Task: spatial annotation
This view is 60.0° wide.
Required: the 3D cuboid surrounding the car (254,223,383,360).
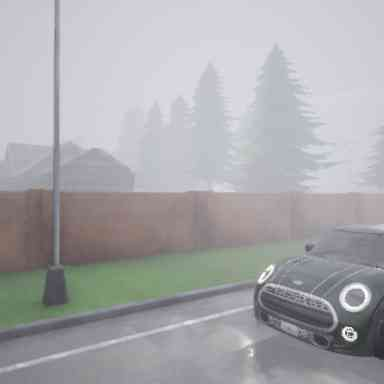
[{"bbox_3d":[3.287,1.415,6.132,4.553,1.767,2.097,0,-1,-34],"label":"car"}]
